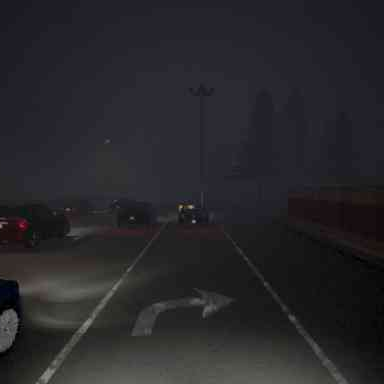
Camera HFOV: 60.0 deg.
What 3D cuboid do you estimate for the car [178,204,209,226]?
[{"bbox_3d":[0.129,1.434,21.744,1.895,1.301,4.718,0,0,1],"label":"car"}]

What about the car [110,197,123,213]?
[{"bbox_3d":[-6.892,1.236,33.471,2.128,1.511,4.902,0,0,0],"label":"car"}]

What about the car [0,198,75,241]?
[{"bbox_3d":[-6.897,1.245,14.018,2.097,1.767,4.553,0,0,0],"label":"car"}]

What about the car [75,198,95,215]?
[{"bbox_3d":[-10.393,1.296,30.175,1.812,1.442,4.674,0,0,0],"label":"car"}]

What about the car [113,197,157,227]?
[{"bbox_3d":[-3.395,1.315,21.250,1.882,1.535,5.008,0,0,0],"label":"car"}]

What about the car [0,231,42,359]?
[{"bbox_3d":[-3.399,1.455,2.845,1.882,1.535,5.008,0,0,0],"label":"car"}]
